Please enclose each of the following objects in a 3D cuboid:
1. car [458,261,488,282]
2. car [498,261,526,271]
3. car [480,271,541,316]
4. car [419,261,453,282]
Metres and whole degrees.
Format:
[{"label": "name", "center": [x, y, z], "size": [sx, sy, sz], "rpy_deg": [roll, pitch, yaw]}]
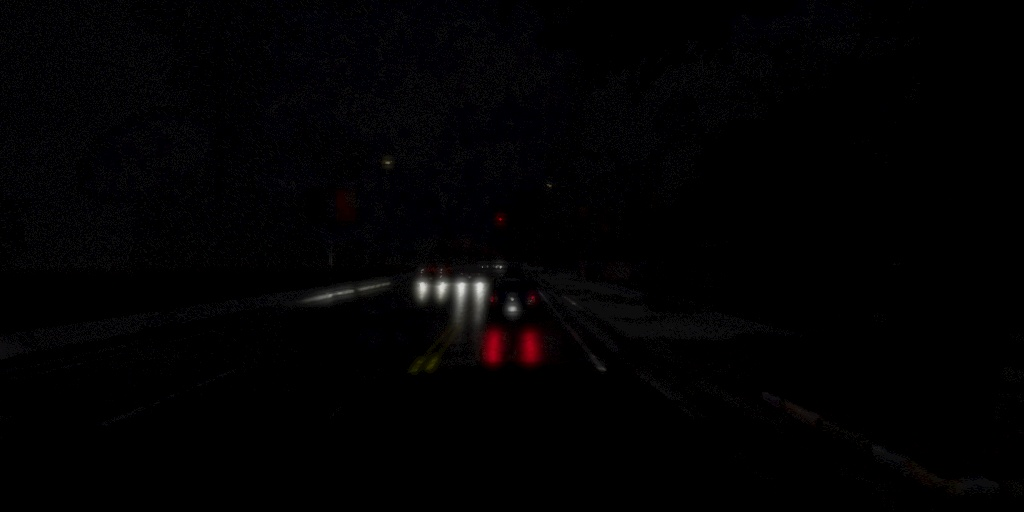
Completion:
[{"label": "car", "center": [-3.311, 1.421, 30.506], "size": [1.812, 1.442, 4.674], "rpy_deg": [0, -1, 0]}, {"label": "car", "center": [0.035, 1.396, 29.326], "size": [1.837, 1.490, 4.892], "rpy_deg": [0, 0, 0]}, {"label": "car", "center": [0.036, 1.419, 13.725], "size": [1.895, 1.301, 4.718], "rpy_deg": [0, 0, 1]}, {"label": "car", "center": [-6.555, 1.250, 31.283], "size": [2.097, 1.767, 4.553], "rpy_deg": [0, 0, 1]}]
